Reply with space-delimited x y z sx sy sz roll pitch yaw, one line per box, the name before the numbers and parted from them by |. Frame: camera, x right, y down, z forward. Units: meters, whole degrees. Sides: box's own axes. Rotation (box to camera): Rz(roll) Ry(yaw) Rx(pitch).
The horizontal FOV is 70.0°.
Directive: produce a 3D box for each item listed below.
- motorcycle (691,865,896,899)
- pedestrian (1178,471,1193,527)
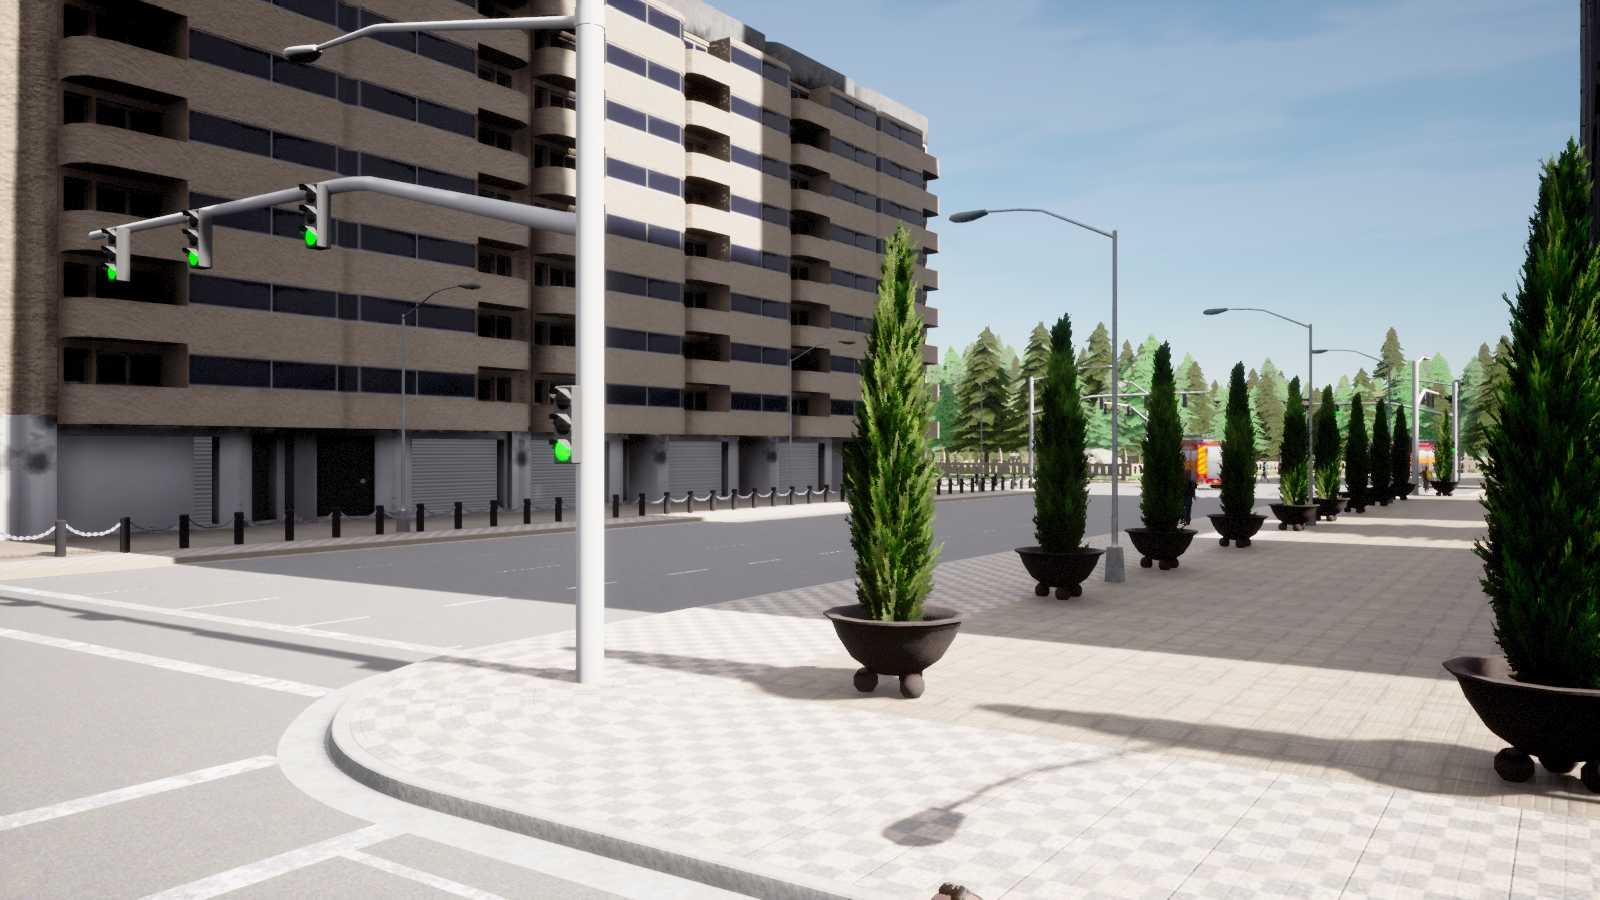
motorcycle | 0.516 2.205 3.364 2.209 1.251 0.867 0 0 34
pedestrian | 12.958 1.639 38.405 0.375 1.860 0.375 0 0 39
